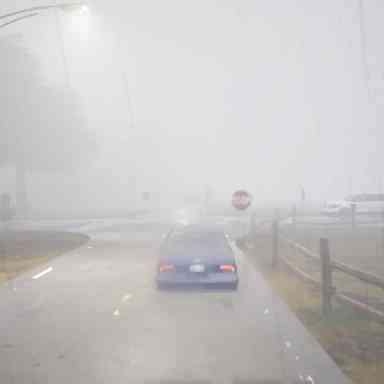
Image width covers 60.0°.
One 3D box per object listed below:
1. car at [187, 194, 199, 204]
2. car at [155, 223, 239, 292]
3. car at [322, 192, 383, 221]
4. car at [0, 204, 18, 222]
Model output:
[{"bbox_3d":[0.113,1.352,66.876,2.150,2.045,5.566,0,0,0],"label":"car"},{"bbox_3d":[0.099,1.549,9.041,2.033,1.411,5.357,0,0,0],"label":"car"},{"bbox_3d":[13.030,1.051,25.613,5.566,2.045,2.150,-1,1,-1],"label":"car"},{"bbox_3d":[-16.199,1.666,25.821,4.892,1.490,1.837,-1,1,0],"label":"car"}]
